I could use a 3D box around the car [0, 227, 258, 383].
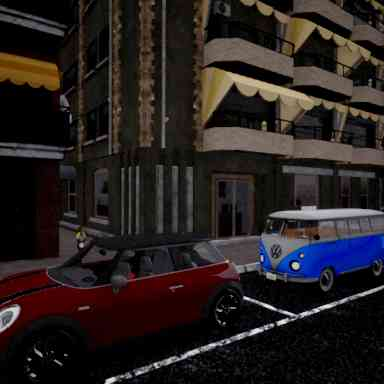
[{"bbox_3d":[-1.172,1.440,5.256,4.097,1.590,1.967,0,0,-35],"label":"car"}]

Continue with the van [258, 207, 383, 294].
[{"bbox_3d":[3.462,1.343,8.557,3.998,1.788,1.690,0,0,-35],"label":"van"}]
